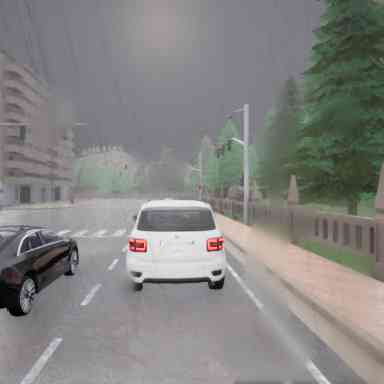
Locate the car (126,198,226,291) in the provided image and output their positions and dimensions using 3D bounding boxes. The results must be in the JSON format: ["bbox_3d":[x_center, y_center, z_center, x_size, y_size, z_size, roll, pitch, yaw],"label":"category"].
[{"bbox_3d":[-0.480,1.221,9.186,2.150,2.045,5.566,0,0,-4],"label":"car"}]

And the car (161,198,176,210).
[{"bbox_3d":[-3.166,1.526,44.422,1.812,1.442,4.674,0,0,-4],"label":"car"}]

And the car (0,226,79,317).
[{"bbox_3d":[-3.971,1.492,7.405,2.128,1.511,4.902,0,0,-3],"label":"car"}]
